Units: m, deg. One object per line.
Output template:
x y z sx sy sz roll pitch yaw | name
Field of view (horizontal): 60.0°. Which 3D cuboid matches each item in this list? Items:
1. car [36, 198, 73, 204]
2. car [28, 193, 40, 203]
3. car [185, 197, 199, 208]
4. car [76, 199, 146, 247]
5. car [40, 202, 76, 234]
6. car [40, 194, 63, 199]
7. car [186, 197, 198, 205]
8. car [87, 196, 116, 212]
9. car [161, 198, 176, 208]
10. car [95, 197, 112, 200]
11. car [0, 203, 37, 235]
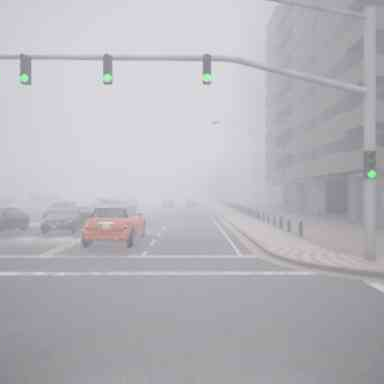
-10.590 1.521 27.391 1.837 1.490 4.892 0 0 0 | car
-27.448 1.157 59.065 1.905 1.878 3.866 0 0 0 | car
-0.004 1.602 48.942 1.895 1.301 4.718 0 0 0 | car
-3.401 1.374 15.309 2.097 1.767 4.553 0 0 0 | car
-7.085 1.546 19.512 1.812 1.442 4.674 0 0 2 | car
-24.554 1.153 59.000 1.932 1.855 4.605 0 0 0 | car
-0.005 1.560 57.626 1.994 1.385 4.181 0 0 0 | car
-10.576 1.361 39.298 2.097 1.767 4.553 0 0 0 | car
-3.504 1.566 48.913 1.994 1.385 4.181 0 0 0 | car
-7.089 1.367 28.517 2.097 1.767 4.553 0 0 0 | car
-10.590 1.547 18.197 1.812 1.442 4.674 0 0 0 | car
